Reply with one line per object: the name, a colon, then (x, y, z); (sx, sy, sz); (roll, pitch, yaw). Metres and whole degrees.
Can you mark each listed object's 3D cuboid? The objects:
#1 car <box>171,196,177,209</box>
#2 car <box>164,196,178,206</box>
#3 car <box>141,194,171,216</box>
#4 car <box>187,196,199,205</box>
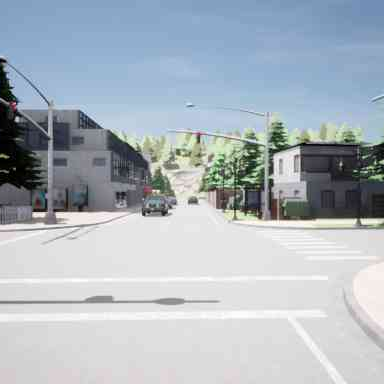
car: (-3.536, 1.490, 44.105); (2.128, 1.511, 4.902); (0, 0, 0)
car: (-3.490, 1.491, 56.217); (2.128, 1.511, 4.902); (0, 0, 0)
car: (-3.555, 1.221, 32.699); (2.150, 2.045, 5.566); (0, 0, 0)
car: (0.185, 1.505, 59.556); (1.837, 1.490, 4.892); (0, 0, 0)
